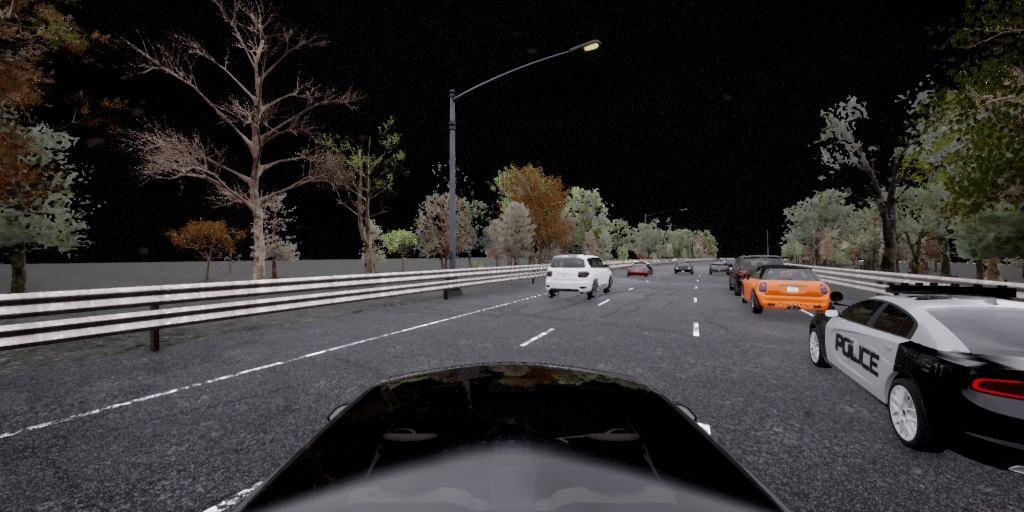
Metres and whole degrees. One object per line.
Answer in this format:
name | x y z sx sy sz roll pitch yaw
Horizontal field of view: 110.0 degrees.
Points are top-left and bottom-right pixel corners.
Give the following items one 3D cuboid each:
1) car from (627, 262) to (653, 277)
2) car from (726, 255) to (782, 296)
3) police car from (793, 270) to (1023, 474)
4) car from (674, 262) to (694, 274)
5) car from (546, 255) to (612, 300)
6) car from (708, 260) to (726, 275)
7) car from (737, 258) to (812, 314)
car | 12.776 1.326 35.611 1.994 1.385 4.181 0 0 28
car | 12.761 0.978 18.755 2.150 2.045 5.566 0 0 28
police car | 5.637 1.175 4.743 1.930 1.638 5.238 0 0 26
car | 19.552 1.370 40.662 1.895 1.301 4.718 0 0 29
car | 3.530 0.973 18.180 2.150 2.045 5.566 0 0 27
car | 22.679 1.261 39.236 2.128 1.511 4.902 0 0 30
car | 10.015 1.102 13.438 2.097 1.767 4.553 0 0 27
